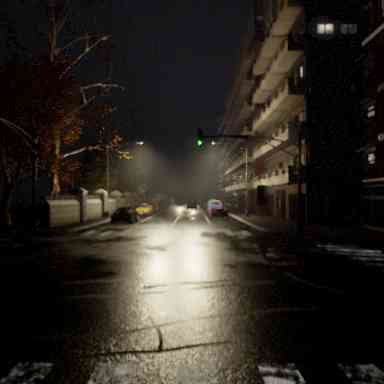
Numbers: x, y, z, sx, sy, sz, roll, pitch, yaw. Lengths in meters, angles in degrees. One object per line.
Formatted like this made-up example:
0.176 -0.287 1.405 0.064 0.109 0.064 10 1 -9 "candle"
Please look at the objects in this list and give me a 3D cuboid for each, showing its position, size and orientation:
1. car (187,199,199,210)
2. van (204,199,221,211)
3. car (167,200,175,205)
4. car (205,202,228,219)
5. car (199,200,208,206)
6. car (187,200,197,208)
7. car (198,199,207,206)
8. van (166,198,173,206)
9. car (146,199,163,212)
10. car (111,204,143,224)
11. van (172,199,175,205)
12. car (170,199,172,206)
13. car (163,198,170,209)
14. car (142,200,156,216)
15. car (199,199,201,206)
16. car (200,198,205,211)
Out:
-0.009 2.335 57.266 2.033 1.411 5.357 0 -1 0 "car"
2.687 1.880 39.816 1.690 1.788 3.998 0 -1 0 "van"
-5.703 2.835 90.476 2.008 1.369 4.403 0 -1 0 "car"
2.687 2.005 34.182 1.887 1.381 4.507 0 -1 0 "car"
2.679 2.656 79.220 1.887 1.381 4.507 0 -1 0 "car"
-0.010 2.442 67.684 1.837 1.490 4.892 0 -1 0 "car"
2.679 2.637 84.850 1.967 1.590 4.097 0 -1 0 "car"
-5.701 2.538 84.850 1.690 1.788 3.998 0 -1 0 "van"
-5.695 1.933 45.444 2.192 1.841 5.009 0 -1 0 "car"
-5.692 1.949 28.551 1.947 1.339 4.313 0 -1 0 "car"
-5.701 2.452 79.221 1.690 1.788 3.998 0 -1 0 "van"
-5.698 2.384 67.960 1.967 1.590 4.097 0 -1 0 "car"
-5.698 2.301 62.332 1.967 1.590 4.097 0 -1 0 "car"
-5.694 2.061 39.642 1.752 1.417 4.829 0 -1 0 "car"
2.683 2.330 56.701 2.008 1.369 4.403 0 -1 0 "car"
2.685 2.138 51.073 1.967 1.590 4.097 0 -1 0 "car"
